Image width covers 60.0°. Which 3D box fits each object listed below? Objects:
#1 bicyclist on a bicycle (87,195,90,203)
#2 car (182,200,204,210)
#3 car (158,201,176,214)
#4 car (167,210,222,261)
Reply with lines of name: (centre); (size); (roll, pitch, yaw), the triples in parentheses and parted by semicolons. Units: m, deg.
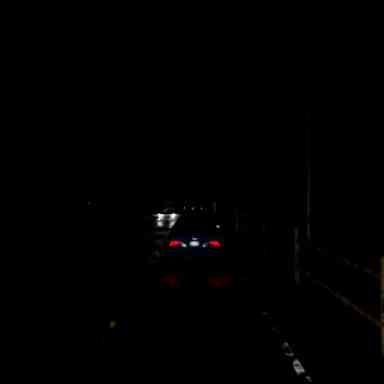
bicyclist on a bicycle: (-22.465, 1.545, 72.492); (0.582, 1.620, 1.656); (1, 0, 1)
car: (0.100, 1.538, 32.120); (2.097, 1.767, 4.553); (0, 0, 0)
car: (-2.837, 1.744, 38.100); (1.812, 1.442, 4.674); (0, 0, 0)
car: (0.085, 1.621, 12.520); (2.033, 1.411, 5.357); (0, 0, 0)
